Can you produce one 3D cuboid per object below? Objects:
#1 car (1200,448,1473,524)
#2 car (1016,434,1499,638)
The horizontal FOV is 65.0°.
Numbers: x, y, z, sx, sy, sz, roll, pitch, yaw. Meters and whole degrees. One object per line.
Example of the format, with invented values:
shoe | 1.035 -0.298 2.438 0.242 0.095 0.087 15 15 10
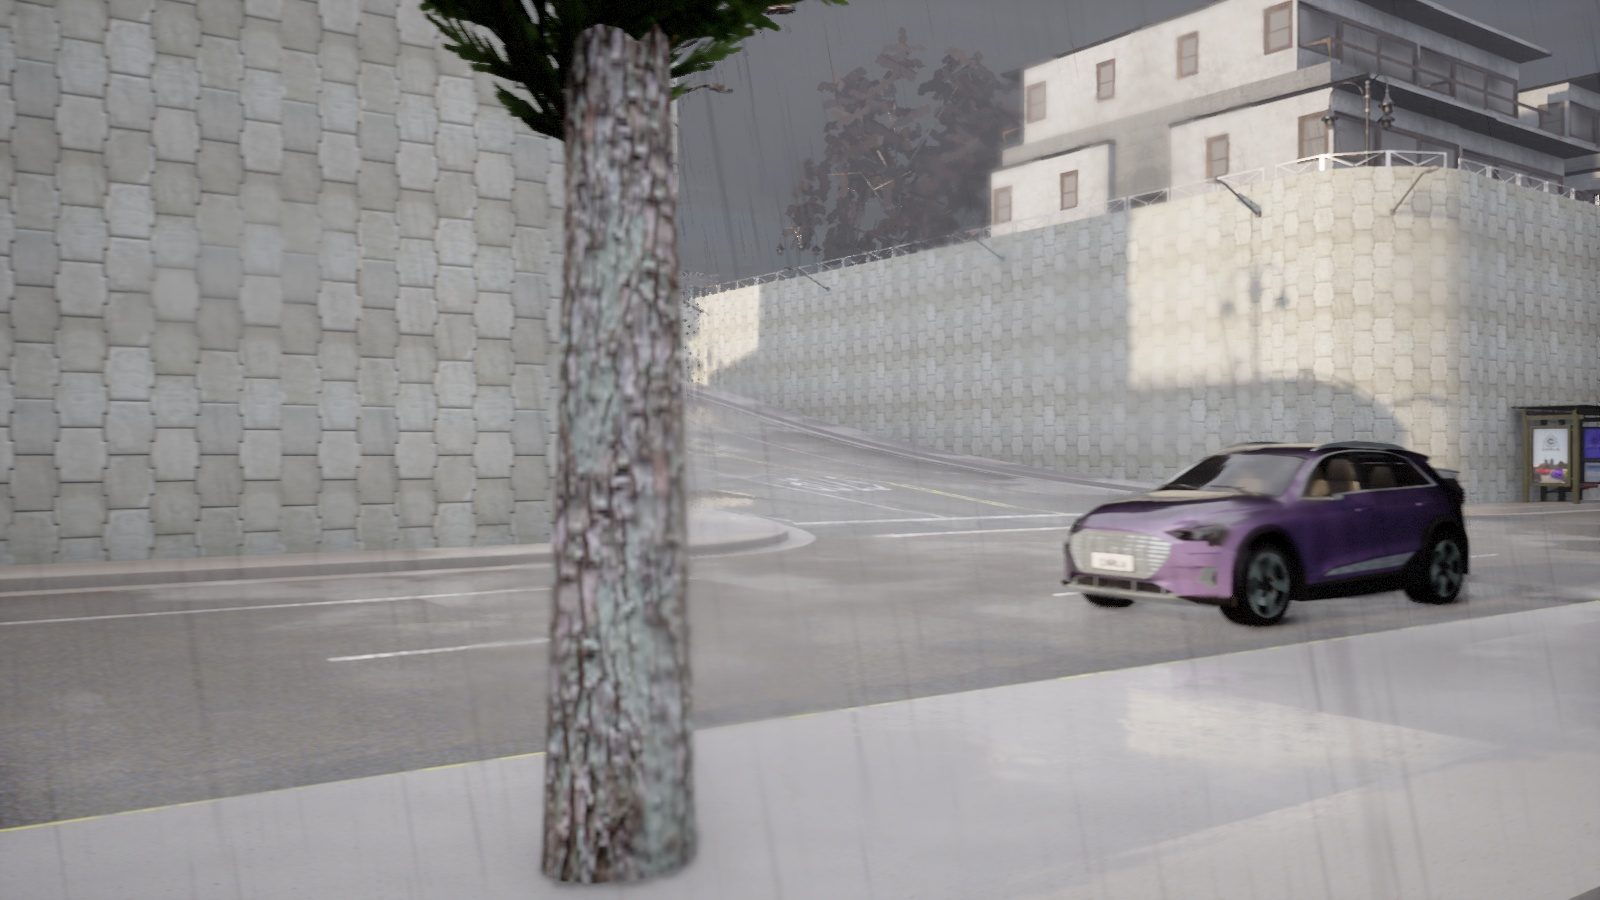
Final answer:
car | 11.124 0.718 26.391 4.902 1.511 2.128 0 0 9
car | 4.609 0.695 12.349 4.856 1.649 2.033 0 0 -35
